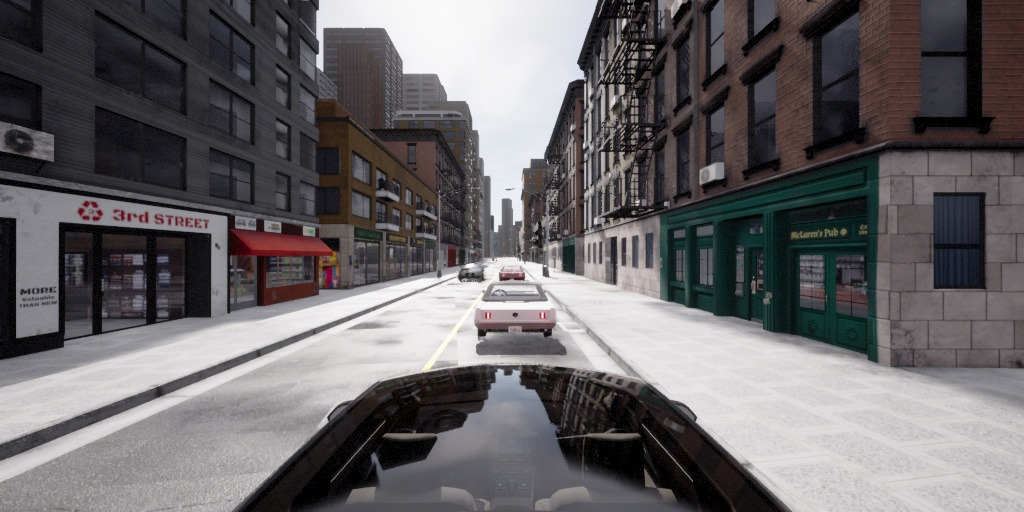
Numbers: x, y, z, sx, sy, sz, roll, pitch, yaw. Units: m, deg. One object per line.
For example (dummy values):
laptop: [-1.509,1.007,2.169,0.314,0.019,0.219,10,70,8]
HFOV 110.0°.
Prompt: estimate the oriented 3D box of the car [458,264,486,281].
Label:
car: [-3.216,1.309,29.361,1.994,1.385,4.181,0,0,0]

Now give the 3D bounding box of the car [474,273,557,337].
car: [0.064,1.351,10.230,1.895,1.301,4.718,0,0,0]

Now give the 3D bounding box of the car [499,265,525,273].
car: [-0.006,1.347,27.047,1.895,1.301,4.718,0,0,0]
